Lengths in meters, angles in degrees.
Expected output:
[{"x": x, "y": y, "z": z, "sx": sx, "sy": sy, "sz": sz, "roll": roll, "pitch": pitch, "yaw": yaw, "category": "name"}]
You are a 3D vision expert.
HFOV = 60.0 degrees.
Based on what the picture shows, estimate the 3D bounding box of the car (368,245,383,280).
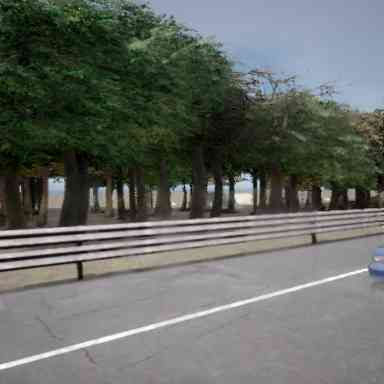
[{"x": 6.581, "y": 1.551, "z": 8.476, "sx": 5.357, "sy": 1.411, "sz": 2.033, "roll": 0, "pitch": 0, "yaw": -36, "category": "car"}]
